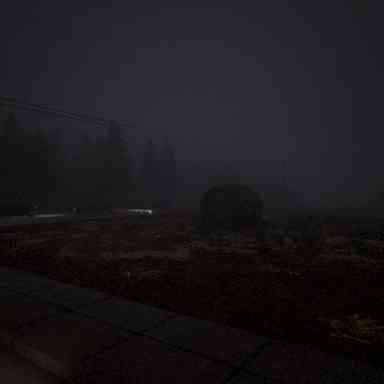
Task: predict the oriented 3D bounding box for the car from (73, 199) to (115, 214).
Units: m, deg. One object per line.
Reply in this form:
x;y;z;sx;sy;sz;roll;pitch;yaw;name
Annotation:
-10.618;1.518;36.292;2.128;1.511;4.902;0;0;37;car

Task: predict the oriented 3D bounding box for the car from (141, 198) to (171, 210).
-4.660;1.552;44.314;1.812;1.442;4.674;0;0;37;car

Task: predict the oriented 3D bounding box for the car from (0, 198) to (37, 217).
-16.065;1.379;28.947;2.097;1.767;4.553;0;0;37;car
